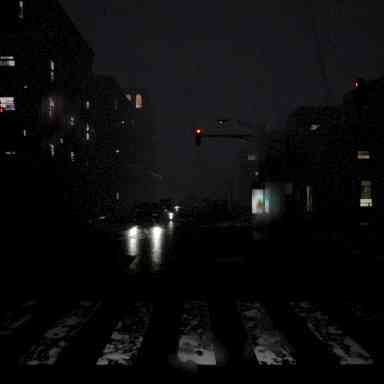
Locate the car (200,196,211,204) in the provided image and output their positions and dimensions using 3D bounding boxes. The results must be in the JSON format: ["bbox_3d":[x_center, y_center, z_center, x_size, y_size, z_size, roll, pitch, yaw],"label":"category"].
[{"bbox_3d":[2.566,1.591,66.012,2.008,1.369,4.403,-1,0,0],"label":"car"}]

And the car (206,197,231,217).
[{"bbox_3d":[2.627,1.446,31.832,1.967,1.590,4.097,0,0,0],"label":"car"}]

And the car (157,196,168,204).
[{"bbox_3d":[-5.814,1.565,65.815,1.752,1.417,4.829,0,0,0],"label":"car"}]

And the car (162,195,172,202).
[{"bbox_3d":[-5.837,1.497,77.377,1.967,1.590,4.097,0,0,0],"label":"car"}]

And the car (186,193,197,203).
[{"bbox_3d":[-0.037,1.269,70.640,2.150,2.045,5.566,0,0,0],"label":"car"}]

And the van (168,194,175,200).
[{"bbox_3d":[-5.868,1.430,94.468,1.690,1.788,3.998,-1,0,0],"label":"van"}]

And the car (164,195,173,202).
[{"bbox_3d":[-5.846,1.592,82.904,1.752,1.417,4.829,-1,0,0],"label":"car"}]

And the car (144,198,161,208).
[{"bbox_3d":[-5.784,1.571,48.895,2.008,1.369,4.403,0,0,0],"label":"car"}]

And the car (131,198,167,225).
[{"bbox_3d":[-3.142,1.471,24.233,1.882,1.535,5.008,0,0,0],"label":"car"}]

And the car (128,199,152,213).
[{"bbox_3d":[-5.763,1.561,37.501,2.008,1.369,4.403,0,0,0],"label":"car"}]

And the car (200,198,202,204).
[{"bbox_3d":[2.597,1.571,48.923,2.008,1.369,4.403,0,0,0],"label":"car"}]

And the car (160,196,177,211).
[{"bbox_3d":[-3.169,1.518,40.028,1.837,1.490,4.892,0,0,0],"label":"car"}]

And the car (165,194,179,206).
[{"bbox_3d":[-3.180,1.502,53.258,1.882,1.535,5.008,0,0,0],"label":"car"}]

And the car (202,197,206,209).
[{"bbox_3d":[2.607,1.597,43.225,1.802,1.307,4.206,0,0,0],"label":"car"}]
